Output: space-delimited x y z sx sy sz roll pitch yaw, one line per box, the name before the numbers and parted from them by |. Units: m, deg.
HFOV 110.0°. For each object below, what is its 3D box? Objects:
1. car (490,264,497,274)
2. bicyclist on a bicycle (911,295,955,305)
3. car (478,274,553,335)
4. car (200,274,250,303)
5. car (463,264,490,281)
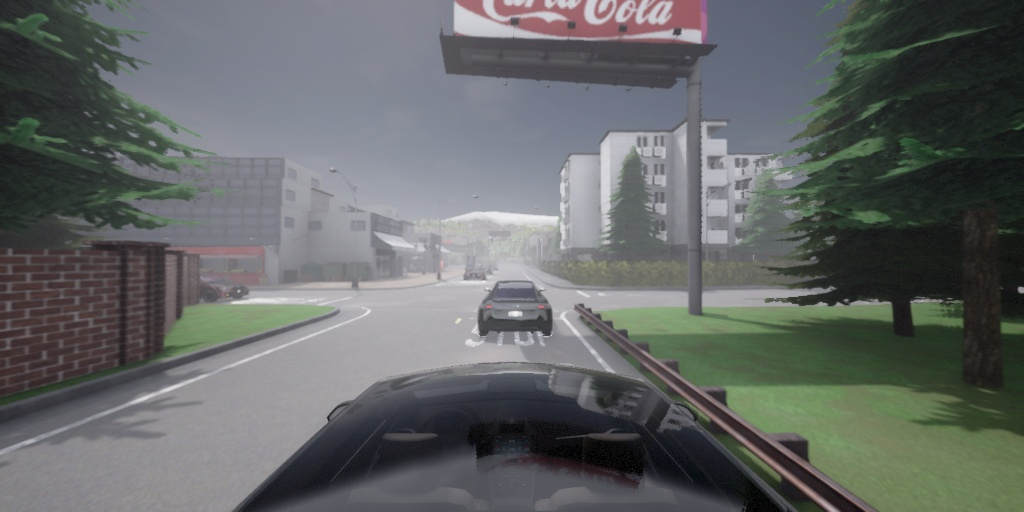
car | -3.565 1.771 48.225 2.128 1.511 4.902 0 -1 0
bicyclist on a bicycle | 19.346 1.419 16.594 0.582 1.620 1.656 -2 -3 -13
car | 0.091 1.419 10.878 1.994 1.385 4.181 0 -1 0
car | -16.533 1.687 19.137 4.181 1.385 1.994 0 -1 1
car | -3.570 1.698 35.486 1.994 1.385 4.181 0 -1 1
